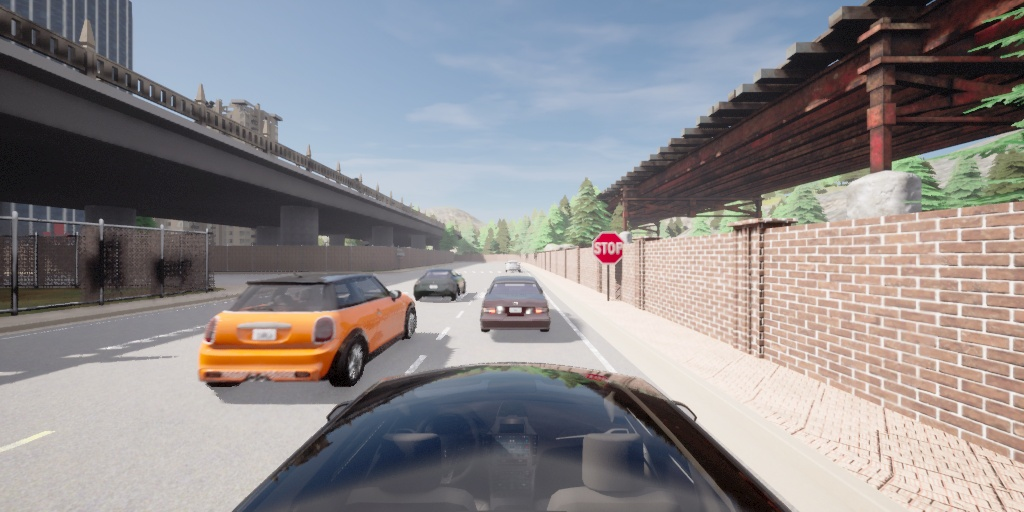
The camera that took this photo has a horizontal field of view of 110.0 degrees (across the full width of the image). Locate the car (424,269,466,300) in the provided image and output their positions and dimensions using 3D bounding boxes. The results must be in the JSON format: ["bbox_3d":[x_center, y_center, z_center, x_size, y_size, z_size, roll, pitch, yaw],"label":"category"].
[{"bbox_3d":[-3.448,1.314,17.690,1.994,1.385,4.181,0,0,0],"label":"car"}]

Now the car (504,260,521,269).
[{"bbox_3d":[0.110,1.276,45.091,1.812,1.442,4.674,0,0,-1],"label":"car"}]

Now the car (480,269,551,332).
[{"bbox_3d":[0.081,1.297,10.801,2.033,1.411,5.357,0,0,0],"label":"car"}]

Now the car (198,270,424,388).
[{"bbox_3d":[-3.413,1.102,7.060,2.097,1.767,4.553,0,0,0],"label":"car"}]
